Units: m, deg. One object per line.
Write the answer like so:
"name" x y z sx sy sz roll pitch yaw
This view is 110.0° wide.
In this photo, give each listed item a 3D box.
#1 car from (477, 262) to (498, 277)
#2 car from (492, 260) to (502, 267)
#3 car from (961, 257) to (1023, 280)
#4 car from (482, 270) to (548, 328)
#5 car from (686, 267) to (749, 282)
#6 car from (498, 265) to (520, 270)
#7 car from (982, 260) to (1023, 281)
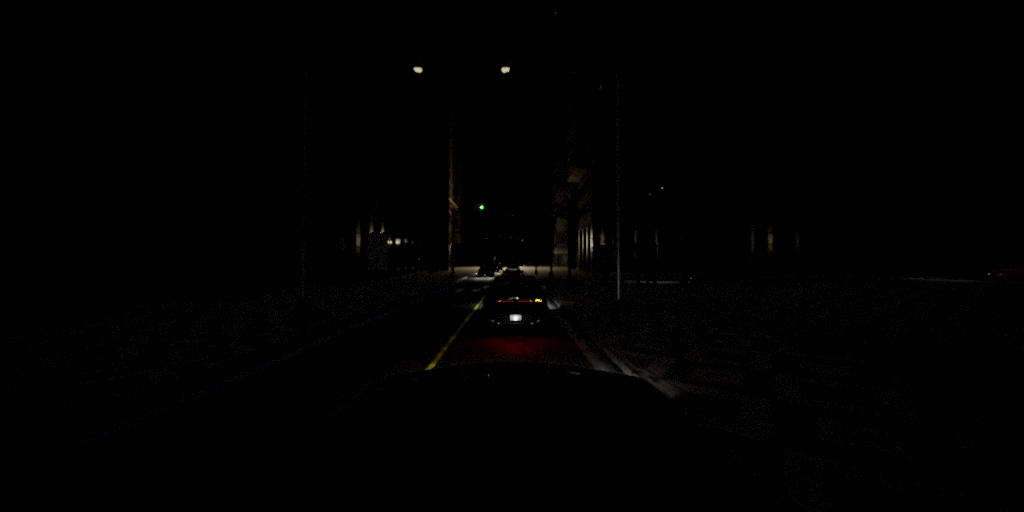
"car" -3.109 1.806 43.565 2.033 1.411 5.357 0 -1 0
"car" -3.097 1.762 55.975 2.097 1.767 4.553 0 -1 0
"car" 42.961 1.082 31.318 5.566 2.045 2.150 0 -1 0
"car" 0.094 1.379 11.830 1.837 1.490 4.892 0 0 0
"car" 17.841 1.614 31.328 4.718 1.301 1.895 0 -1 0
"car" 0.088 1.677 31.288 1.994 1.385 4.181 0 -1 0
"car" 40.965 1.271 28.227 5.008 1.535 1.882 0 -1 0
